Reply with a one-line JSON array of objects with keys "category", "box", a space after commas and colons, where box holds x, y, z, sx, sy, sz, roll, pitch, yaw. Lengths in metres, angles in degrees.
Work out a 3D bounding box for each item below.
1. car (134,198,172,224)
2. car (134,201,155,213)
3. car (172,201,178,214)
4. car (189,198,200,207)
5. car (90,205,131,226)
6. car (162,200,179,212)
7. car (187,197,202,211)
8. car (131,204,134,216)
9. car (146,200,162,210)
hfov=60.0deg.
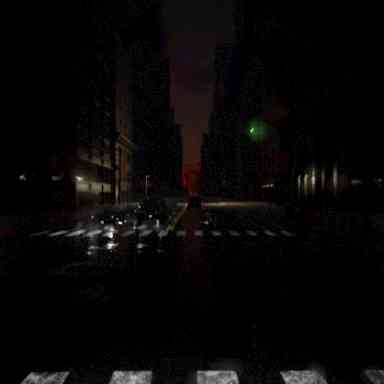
[{"category": "car", "box": [-3.195, 1.547, 28.367, 2.150, 2.045, 5.566, 0, -1, 0]}, {"category": "car", "box": [-6.354, 2.000, 44.858, 2.128, 1.511, 4.902, 0, -1, 1]}, {"category": "car", "box": [-3.141, 1.927, 38.457, 2.128, 1.511, 4.902, 0, -1, 0]}, {"category": "car", "box": [0.456, 2.085, 68.133, 2.097, 1.767, 4.553, 0, -1, 0]}, {"category": "car", "box": [-6.474, 1.907, 26.334, 1.895, 1.301, 4.718, 0, -1, 1]}, {"category": "car", "box": [-3.074, 2.039, 48.878, 2.128, 1.511, 4.902, 0, -1, 1]}, {"category": "car", "box": [0.372, 1.801, 52.001, 2.150, 2.045, 5.566, 0, 0, 0]}, {"category": "car", "box": [-6.409, 2.007, 35.449, 1.895, 1.301, 4.718, 0, -1, 0]}, {"category": "car", "box": [-6.267, 2.166, 55.511, 2.033, 1.411, 5.357, 0, -1, 1]}]
